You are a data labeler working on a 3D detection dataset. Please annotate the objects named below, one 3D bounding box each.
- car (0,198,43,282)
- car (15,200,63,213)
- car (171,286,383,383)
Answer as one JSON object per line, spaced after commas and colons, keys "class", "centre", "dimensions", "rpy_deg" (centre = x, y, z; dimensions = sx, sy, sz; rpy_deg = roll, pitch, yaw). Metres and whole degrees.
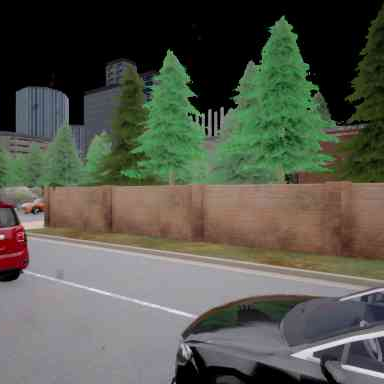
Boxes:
{"class": "car", "centre": [-6.420, 1.221, 8.540], "dimensions": [5.566, 2.045, 2.150], "rpy_deg": [0, 0, 36]}
{"class": "car", "centre": [-17.368, 1.601, 37.927], "dimensions": [1.895, 1.301, 4.718], "rpy_deg": [0, 0, 35]}
{"class": "car", "centre": [2.052, 1.492, 2.529], "dimensions": [4.902, 1.511, 2.128], "rpy_deg": [0, 0, 36]}
